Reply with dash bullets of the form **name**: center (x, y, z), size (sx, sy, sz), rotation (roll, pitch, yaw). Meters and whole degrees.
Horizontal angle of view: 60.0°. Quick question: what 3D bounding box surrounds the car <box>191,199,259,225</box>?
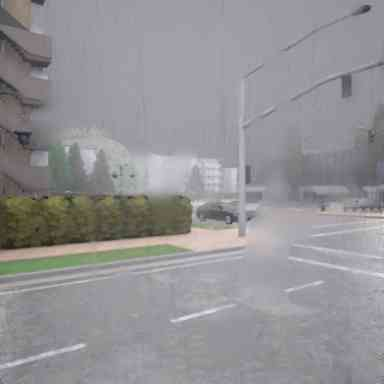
- **car**: center (2.318, 1.517, 24.742), size (1.837, 1.490, 4.892), rotation (0, 0, -38)

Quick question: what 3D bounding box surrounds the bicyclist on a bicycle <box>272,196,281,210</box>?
- **bicyclist on a bicycle**: center (9.951, 1.324, 39.096), size (1.656, 1.620, 0.582), rotation (0, 0, -39)

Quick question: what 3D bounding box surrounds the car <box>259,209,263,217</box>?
- **car**: center (3.769, 1.616, 28.549), size (1.895, 1.301, 4.718), rotation (0, 0, -37)

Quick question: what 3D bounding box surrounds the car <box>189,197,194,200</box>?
- **car**: center (-1.961, 1.563, 36.309), size (2.033, 1.411, 5.357), rotation (0, 0, -35)
